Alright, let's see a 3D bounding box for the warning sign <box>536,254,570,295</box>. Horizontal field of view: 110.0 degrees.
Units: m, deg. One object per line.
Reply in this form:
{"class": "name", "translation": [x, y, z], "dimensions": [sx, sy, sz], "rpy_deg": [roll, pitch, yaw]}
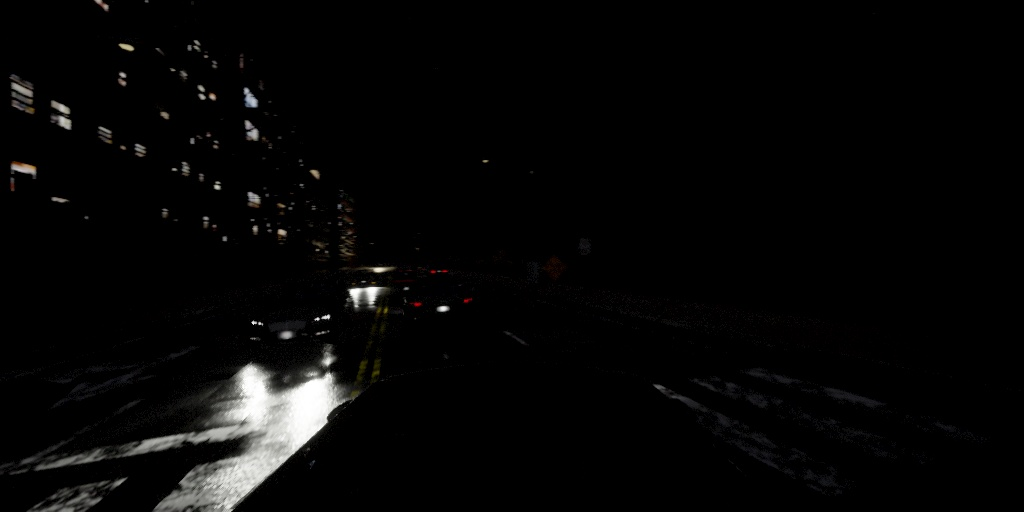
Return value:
{"class": "warning sign", "translation": [2.075, 0.821, 17.000], "dimensions": [1.300, 1.860, 1.060], "rpy_deg": [0, 0, -18]}

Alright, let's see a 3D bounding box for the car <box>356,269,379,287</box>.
{"class": "car", "translation": [-11.835, 1.779, 28.966], "dimensions": [1.994, 1.385, 4.181], "rpy_deg": [-2, 0, -18]}

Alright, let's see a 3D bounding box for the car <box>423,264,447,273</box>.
{"class": "car", "translation": [-8.274, 1.664, 39.323], "dimensions": [2.033, 1.411, 5.357], "rpy_deg": [-2, 0, -18]}

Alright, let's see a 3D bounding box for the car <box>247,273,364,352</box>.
{"class": "car", "translation": [-5.563, 1.441, 9.952], "dimensions": [2.128, 1.511, 4.902], "rpy_deg": [-2, 0, -18]}

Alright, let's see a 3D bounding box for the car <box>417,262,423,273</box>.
{"class": "car", "translation": [-11.629, 1.801, 49.339], "dimensions": [2.033, 1.411, 5.357], "rpy_deg": [-2, 0, -18]}

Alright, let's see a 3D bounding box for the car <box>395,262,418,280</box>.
{"class": "car", "translation": [-11.653, 1.710, 39.211], "dimensions": [1.882, 1.535, 5.008], "rpy_deg": [-2, 0, -18]}

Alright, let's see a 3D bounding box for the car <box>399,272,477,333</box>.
{"class": "car", "translation": [-2.462, 1.412, 11.508], "dimensions": [1.994, 1.385, 4.181], "rpy_deg": [-2, 0, -18]}
